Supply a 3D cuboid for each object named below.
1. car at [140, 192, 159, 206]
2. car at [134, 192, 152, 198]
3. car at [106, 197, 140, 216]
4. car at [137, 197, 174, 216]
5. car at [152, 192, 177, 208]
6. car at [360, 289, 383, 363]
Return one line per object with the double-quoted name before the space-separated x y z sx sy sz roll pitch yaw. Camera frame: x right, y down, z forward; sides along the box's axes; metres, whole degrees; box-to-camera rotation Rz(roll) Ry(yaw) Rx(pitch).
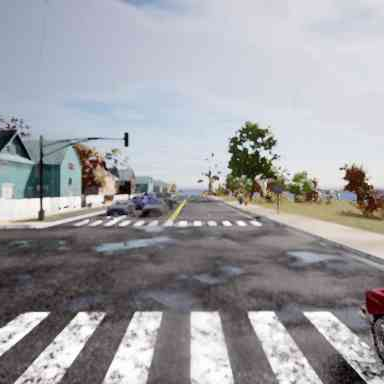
"car" -6.524 1.045 51.779 2.150 2.045 5.566 0 0 1
"car" -6.556 1.206 41.214 2.097 1.767 4.553 0 0 0
"car" -6.569 1.432 31.258 2.033 1.411 5.357 0 0 0
"car" -3.297 1.434 30.905 2.033 1.411 5.357 0 0 4
"car" -3.307 1.076 41.161 2.150 2.045 5.566 0 0 0
"car" 3.351 1.589 2.665 1.895 1.301 4.718 0 0 0
